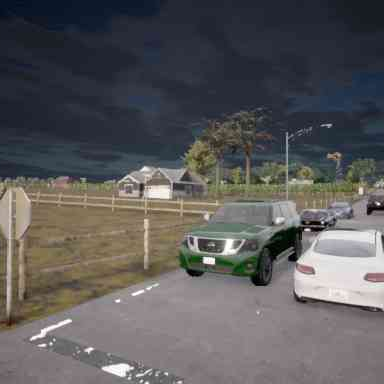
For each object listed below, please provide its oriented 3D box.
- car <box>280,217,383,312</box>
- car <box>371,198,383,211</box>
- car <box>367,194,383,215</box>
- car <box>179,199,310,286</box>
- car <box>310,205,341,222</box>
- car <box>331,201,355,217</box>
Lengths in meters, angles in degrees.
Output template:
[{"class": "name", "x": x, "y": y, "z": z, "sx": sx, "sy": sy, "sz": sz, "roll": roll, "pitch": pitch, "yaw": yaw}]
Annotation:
[{"class": "car", "x": 3.598, "y": 1.534, "z": 7.522, "sx": 1.812, "sy": 1.442, "sz": 4.674, "roll": 0, "pitch": 0, "yaw": 30}, {"class": "car", "x": 24.384, "y": 1.594, "z": 42.903, "sx": 2.033, "sy": 1.411, "sz": 5.357, "roll": 0, "pitch": 0, "yaw": 30}, {"class": "car", "x": 19.200, "y": 1.265, "z": 33.991, "sx": 2.150, "sy": 2.045, "sz": 5.566, "roll": 0, "pitch": 0, "yaw": 32}, {"class": "car", "x": 1.798, "y": 1.244, "z": 10.087, "sx": 2.150, "sy": 2.045, "sz": 5.566, "roll": 0, "pitch": 0, "yaw": 31}, {"class": "car", "x": 7.015, "y": 1.637, "z": 18.959, "sx": 1.895, "sy": 1.301, "sz": 4.718, "roll": 0, "pitch": 0, "yaw": 30}, {"class": "car", "x": 13.060, "y": 1.575, "z": 29.222, "sx": 1.812, "sy": 1.442, "sz": 4.674, "roll": 0, "pitch": 0, "yaw": 30}]
